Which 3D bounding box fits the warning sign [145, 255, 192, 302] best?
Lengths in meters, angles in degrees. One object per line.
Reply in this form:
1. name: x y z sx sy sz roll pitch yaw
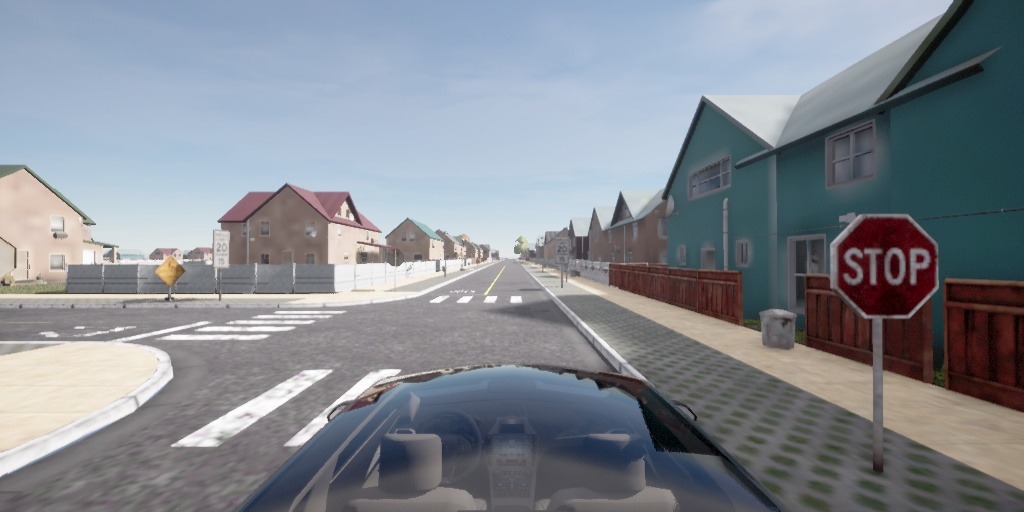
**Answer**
1. warning sign: -14.000 0.907 14.649 1.060 1.860 1.300 0 0 0
